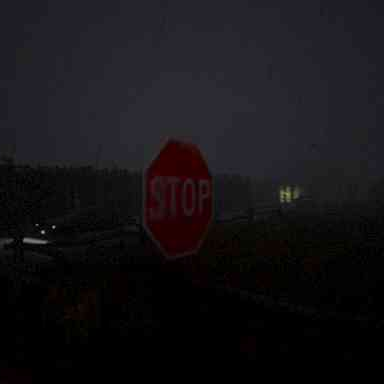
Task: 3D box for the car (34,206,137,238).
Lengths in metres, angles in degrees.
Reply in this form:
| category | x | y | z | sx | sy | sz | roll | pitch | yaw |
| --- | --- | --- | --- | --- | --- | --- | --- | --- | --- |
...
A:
| category | x | y | z | sx | sy | sz | roll | pitch | yaw |
| --- | --- | --- | --- | --- | --- | --- | --- | --- | --- |
| car | -5.319 | 1.466 | 17.463 | 2.033 | 1.411 | 5.357 | 0 | 0 | 35 |

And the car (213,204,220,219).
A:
| category | x | y | z | sx | sy | sz | roll | pitch | yaw |
| --- | --- | --- | --- | --- | --- | --- | --- | --- | --- |
| car | 0.489 | 1.437 | 25.625 | 1.812 | 1.442 | 4.674 | 0 | 0 | 35 |

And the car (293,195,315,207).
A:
| category | x | y | z | sx | sy | sz | roll | pitch | yaw |
| --- | --- | --- | --- | --- | --- | --- | --- | --- | --- |
| car | 15.461 | 1.200 | 46.027 | 2.128 | 1.511 | 4.902 | 0 | 1 | 2 |
